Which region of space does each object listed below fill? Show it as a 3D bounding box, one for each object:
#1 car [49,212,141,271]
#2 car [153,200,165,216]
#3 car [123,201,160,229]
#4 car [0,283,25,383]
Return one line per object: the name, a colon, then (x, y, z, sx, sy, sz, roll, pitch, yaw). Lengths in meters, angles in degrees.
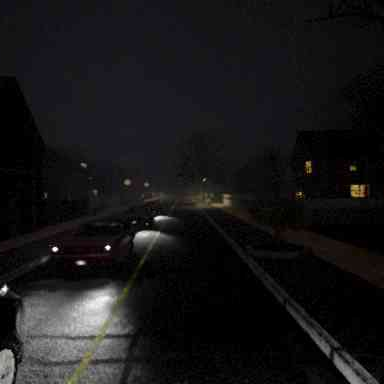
car: (-3.096, 1.628, 11.304, 1.895, 1.301, 4.718, -1, 0, -2)
car: (-3.612, 1.496, 31.589, 1.994, 1.385, 4.181, -1, 1, 0)
car: (-3.374, 1.549, 21.225, 1.994, 1.385, 4.181, -1, 0, -2)
car: (-2.846, 1.566, 2.057, 1.837, 1.490, 4.892, -1, 0, -2)
